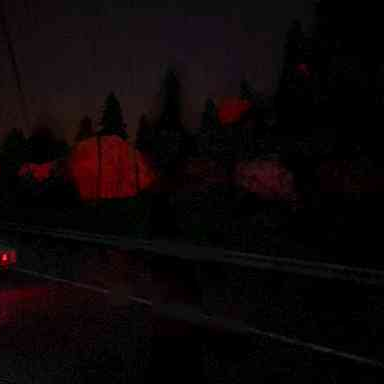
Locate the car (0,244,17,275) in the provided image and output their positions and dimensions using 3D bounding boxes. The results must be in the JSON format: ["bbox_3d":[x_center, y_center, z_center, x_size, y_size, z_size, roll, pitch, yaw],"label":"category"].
[{"bbox_3d":[-6.447,1.471,8.140,4.718,1.301,1.895,1,1,33],"label":"car"}]
